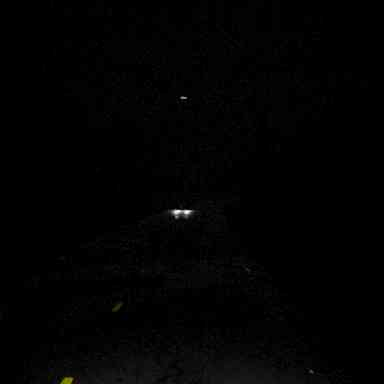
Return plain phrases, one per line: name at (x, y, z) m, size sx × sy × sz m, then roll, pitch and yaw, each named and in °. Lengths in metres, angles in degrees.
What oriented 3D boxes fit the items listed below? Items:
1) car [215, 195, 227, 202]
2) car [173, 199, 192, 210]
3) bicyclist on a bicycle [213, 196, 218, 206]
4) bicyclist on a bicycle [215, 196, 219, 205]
car at (6.344, 1.571, 78.049) m, size 2.033 × 1.411 × 5.357 m, roll 0°, pitch 0°, yaw 9°
car at (-1.146, 1.569, 42.492) m, size 1.994 × 1.385 × 4.181 m, roll 0°, pitch 0°, yaw 5°
bicyclist on a bicycle at (3.320, 1.455, 48.851) m, size 0.582 × 1.620 × 1.656 m, roll -3°, pitch 0°, yaw 6°
bicyclist on a bicycle at (4.338, 1.470, 57.766) m, size 0.582 × 1.620 × 1.656 m, roll 0°, pitch 0°, yaw 7°
